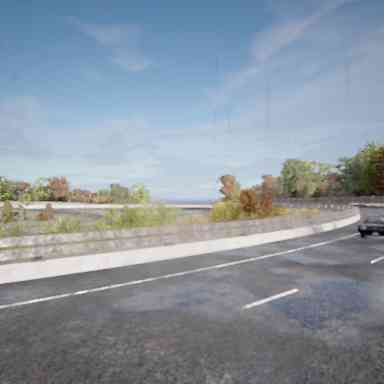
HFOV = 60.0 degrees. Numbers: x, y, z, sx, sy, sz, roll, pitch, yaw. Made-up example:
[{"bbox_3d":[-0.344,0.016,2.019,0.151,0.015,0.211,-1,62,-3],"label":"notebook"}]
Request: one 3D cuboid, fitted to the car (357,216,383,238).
[{"bbox_3d":[11.705,2.095,20.316,1.895,1.301,4.718,-2,-2,40],"label":"car"}]
